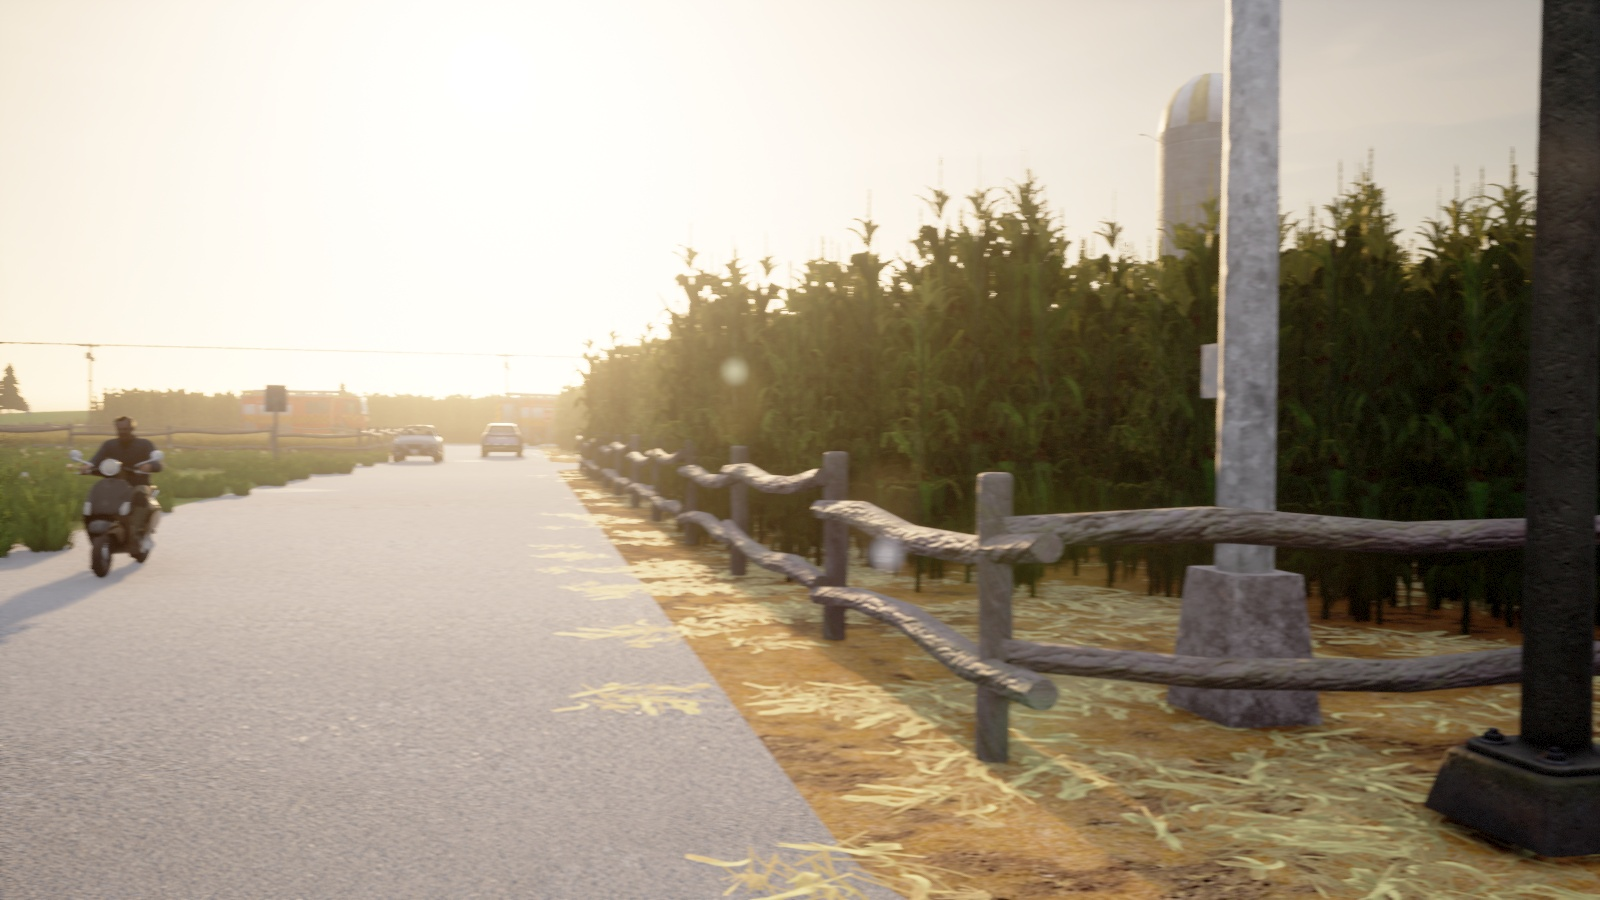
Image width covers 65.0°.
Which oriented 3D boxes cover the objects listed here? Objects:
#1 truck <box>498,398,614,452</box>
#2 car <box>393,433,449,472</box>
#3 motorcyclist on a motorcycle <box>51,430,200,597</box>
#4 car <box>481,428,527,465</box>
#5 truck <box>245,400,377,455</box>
[{"bbox_3d":[-18.014,-1.846,93.239,2.891,3.827,8.468,0,1,40],"label":"truck"},{"bbox_3d":[-15.102,0.071,50.171,1.816,1.474,4.193,-1,1,-12],"label":"car"},{"bbox_3d":[-6.899,0.590,12.957,0.866,1.590,1.817,-1,1,-12],"label":"motorcyclist on a motorcycle"},{"bbox_3d":[-14.189,-0.205,60.426,2.033,1.649,4.856,-1,1,-12],"label":"car"},{"bbox_3d":[-35.162,-1.624,90.594,8.468,3.827,2.891,-1,1,-12],"label":"truck"}]
